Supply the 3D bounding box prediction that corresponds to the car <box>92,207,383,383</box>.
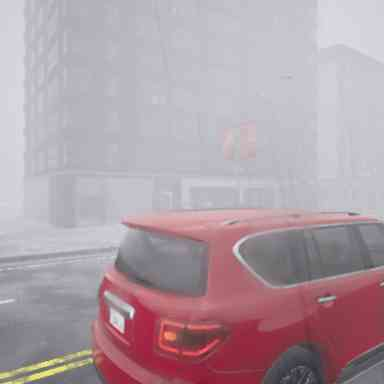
[{"bbox_3d":[1.517,1.236,4.543,5.566,2.045,2.150,0,0,-35],"label":"car"}]
